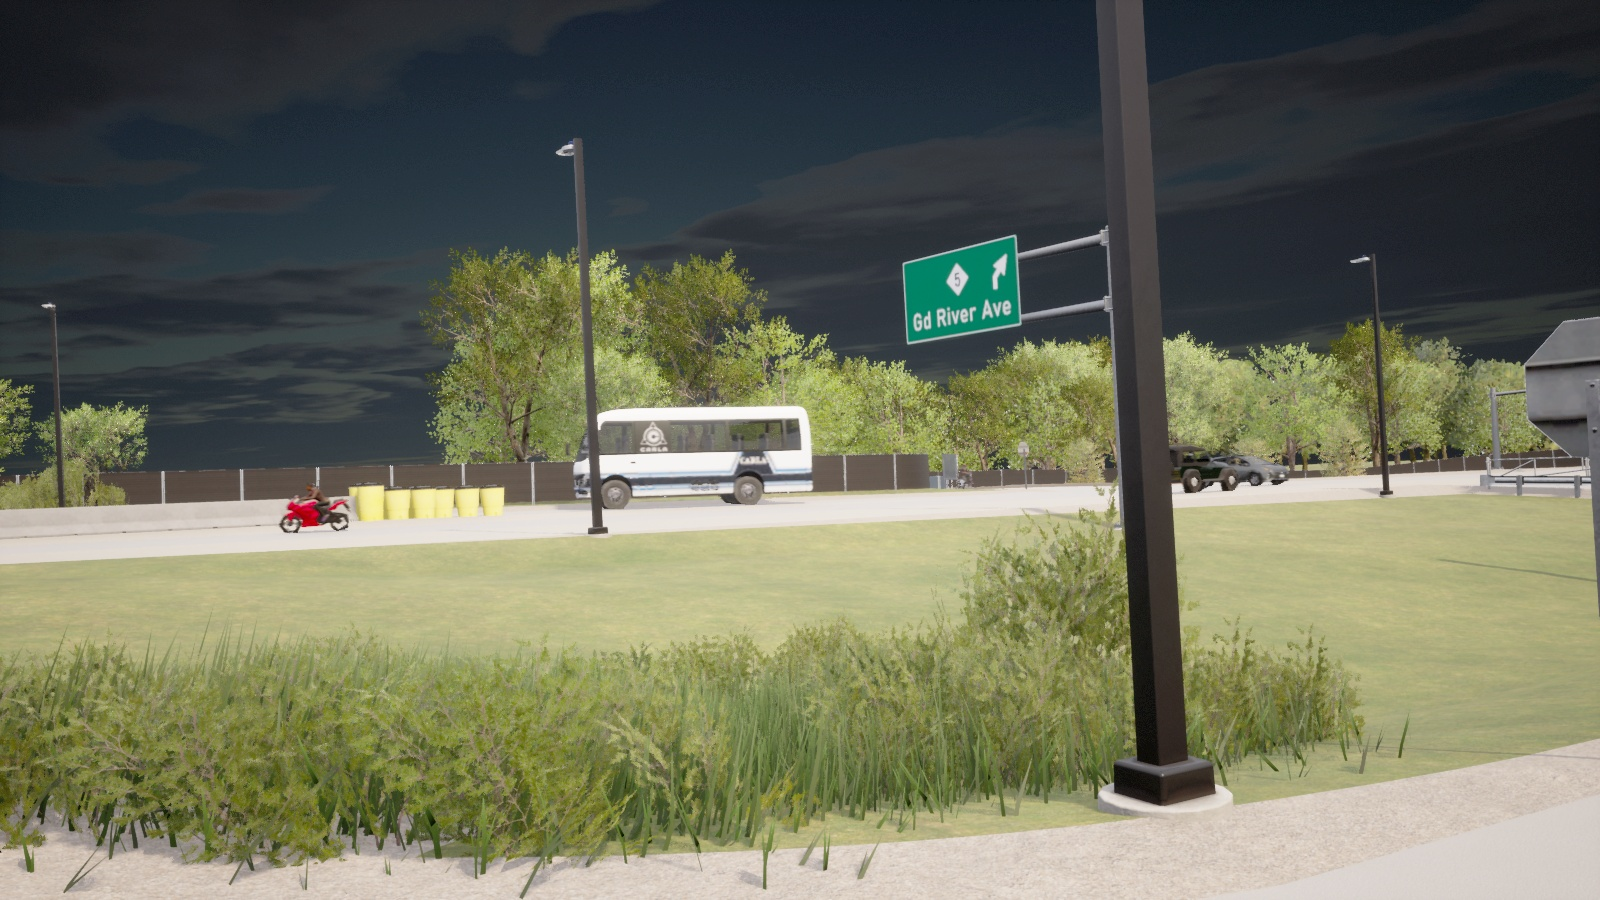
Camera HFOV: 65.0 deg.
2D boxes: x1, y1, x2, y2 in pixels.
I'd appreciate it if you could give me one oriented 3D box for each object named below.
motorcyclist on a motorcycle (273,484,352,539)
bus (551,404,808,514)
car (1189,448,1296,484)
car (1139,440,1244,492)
[{"bbox_3d":[-14.574,1.840,37.568,2.044,1.523,0.797,-2,-2,-35],"label":"motorcyclist on a motorcycle"},{"bbox_3d":[-5.233,0.376,53.921,10.273,4.253,3.944,-2,-1,-16],"label":"bus"},{"bbox_3d":[21.513,0.802,61.182,2.007,1.525,4.514,-2,-2,-35],"label":"car"},{"bbox_3d":[15.569,0.636,49.932,3.866,1.878,1.905,-2,-2,-35],"label":"car"}]
